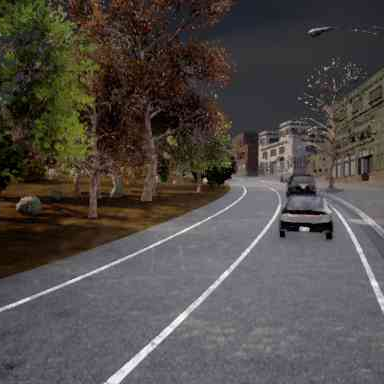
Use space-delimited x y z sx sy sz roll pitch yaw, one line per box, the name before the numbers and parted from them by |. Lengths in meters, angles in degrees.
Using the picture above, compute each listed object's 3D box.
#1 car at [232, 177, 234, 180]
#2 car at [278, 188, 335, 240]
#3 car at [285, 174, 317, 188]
car | 7.884 -3.403 73.631 1.812 1.442 4.674 1 4 -7
car | 4.555 0.840 13.233 2.128 1.511 4.902 0 4 20
car | 9.045 -0.467 27.787 2.150 2.045 5.566 0 4 14
